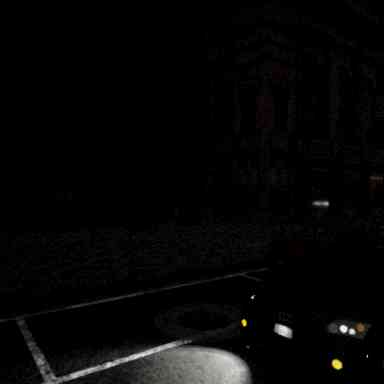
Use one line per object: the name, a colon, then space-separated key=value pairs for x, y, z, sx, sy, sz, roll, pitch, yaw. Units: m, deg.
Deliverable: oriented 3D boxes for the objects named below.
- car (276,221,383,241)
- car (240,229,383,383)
car: x=4.066 y=1.554 z=9.661 sx=4.507 sy=1.381 sz=1.887 roll=0 pitch=1 yaw=-36
car: x=2.773 y=1.568 z=5.360 sx=4.181 sy=1.385 sz=1.994 roll=0 pitch=0 yaw=-36
